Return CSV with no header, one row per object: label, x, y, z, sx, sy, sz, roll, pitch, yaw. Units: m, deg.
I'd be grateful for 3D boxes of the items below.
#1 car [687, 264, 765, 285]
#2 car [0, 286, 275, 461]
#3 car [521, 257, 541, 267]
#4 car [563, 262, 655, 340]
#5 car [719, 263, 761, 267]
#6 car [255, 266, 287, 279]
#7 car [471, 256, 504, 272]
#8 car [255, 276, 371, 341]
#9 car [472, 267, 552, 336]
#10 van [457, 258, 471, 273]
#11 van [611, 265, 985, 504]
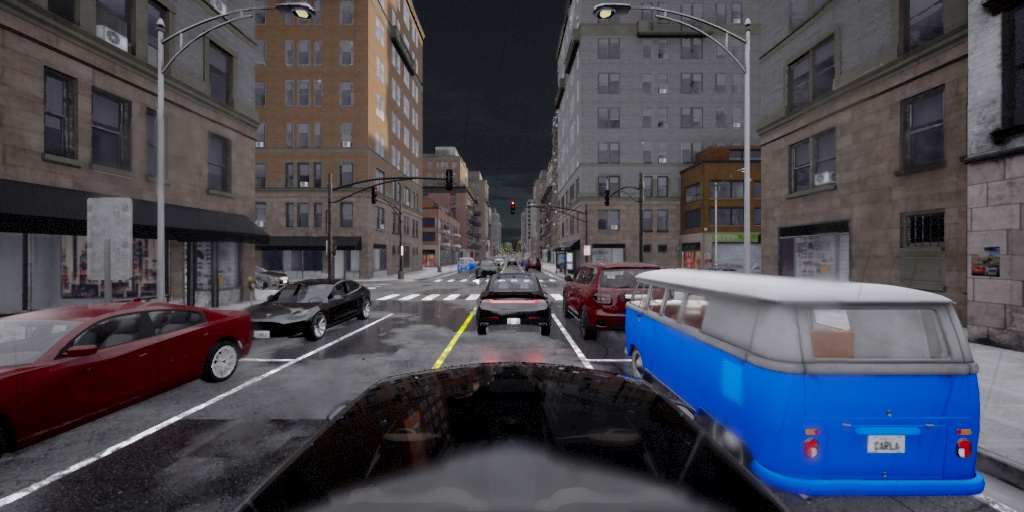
car,14.678,1.242,24.753,4.181,1.385,1.994,0,0,0
car,-5.381,1.295,4.387,1.888,1.381,4.507,0,0,0
car,2.748,1.058,47.262,2.192,1.841,5.009,0,0,0
car,2.649,1.064,9.891,2.192,1.841,5.009,0,0,0
car,15.477,1.168,21.783,4.902,1.511,2.128,0,0,0
car,-16.224,1.304,21.777,4.902,1.511,2.128,0,0,0
car,-2.202,1.099,31.594,2.097,1.767,4.553,0,0,-9
car,-5.376,1.315,9.897,1.948,1.339,4.313,0,0,0
car,0.058,1.241,10.433,2.128,1.511,4.902,0,0,0
van,-5.370,1.085,41.861,1.690,1.789,3.998,0,0,0
van,2.644,1.091,4.379,1.690,1.789,3.998,0,0,0
